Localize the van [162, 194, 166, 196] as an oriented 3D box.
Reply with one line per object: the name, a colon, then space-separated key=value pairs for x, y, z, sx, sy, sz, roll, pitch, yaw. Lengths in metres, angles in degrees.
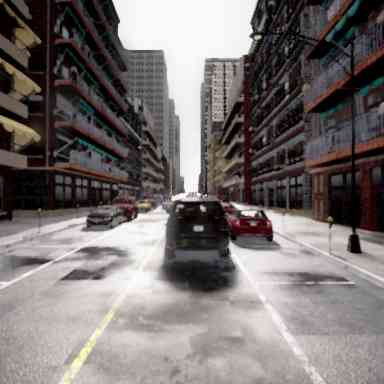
van: x=-5.680 y=1.350 z=55.273 sx=1.690 sy=1.788 sz=3.998 roll=1 pitch=0 yaw=0

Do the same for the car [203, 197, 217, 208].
car: x=2.697 y=1.534 z=49.957 sx=1.752 sy=1.417 sz=4.829 roll=1 pitch=0 yaw=0

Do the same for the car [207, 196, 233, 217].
car: x=2.704 y=1.323 z=33.165 sx=2.192 sy=1.841 sz=5.009 roll=1 pitch=0 yaw=0

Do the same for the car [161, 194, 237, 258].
car: x=0.122 y=1.226 z=12.879 sx=2.150 sy=2.045 sz=5.566 roll=0 pitch=0 yaw=-2

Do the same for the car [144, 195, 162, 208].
car: x=-5.678 y=1.324 z=44.192 sx=2.192 sy=1.841 sz=5.009 roll=1 pitch=0 yaw=0

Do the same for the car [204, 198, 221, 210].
car: x=2.698 y=1.559 z=44.246 sx=2.008 sy=1.369 sz=4.403 roll=1 pitch=0 yaw=0

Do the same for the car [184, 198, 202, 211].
car: x=0.094 y=1.501 z=41.466 sx=2.128 sy=1.511 sz=4.902 roll=0 pitch=0 yaw=0

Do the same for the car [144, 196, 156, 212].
car: x=-5.682 y=1.534 z=38.482 sx=1.752 sy=1.417 sz=4.829 roll=1 pitch=0 yaw=0

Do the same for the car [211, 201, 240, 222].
car: x=2.700 y=1.552 z=27.626 sx=1.887 sy=1.381 sz=4.507 roll=1 pitch=0 yaw=0

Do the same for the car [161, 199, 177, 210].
car: x=-3.007 y=1.622 z=44.623 sx=1.895 sy=1.301 sz=4.718 roll=0 pitch=0 yaw=0

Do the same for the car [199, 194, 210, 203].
car: x=2.698 y=1.323 z=71.949 sx=2.192 sy=1.841 sz=5.009 roll=1 pitch=0 yaw=0

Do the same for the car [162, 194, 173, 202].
car: x=-5.683 y=1.323 z=77.435 sx=2.192 sy=1.841 sz=5.009 roll=1 pitch=0 yaw=0

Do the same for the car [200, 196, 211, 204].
car: x=2.695 y=1.554 z=66.408 sx=1.887 sy=1.381 sz=4.507 roll=1 pitch=0 yaw=0

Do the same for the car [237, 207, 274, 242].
car: x=2.704 y=1.446 z=16.544 sx=1.967 sy=1.590 sz=4.097 roll=1 pitch=0 yaw=0

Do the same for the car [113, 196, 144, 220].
car: x=-5.676 y=1.323 z=27.571 sx=2.192 sy=1.841 sz=5.009 roll=1 pitch=0 yaw=0

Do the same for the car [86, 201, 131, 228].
car: x=-5.680 y=1.558 z=22.031 sx=2.008 sy=1.369 sz=4.403 roll=1 pitch=0 yaw=0
